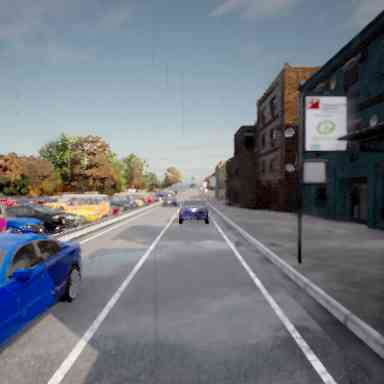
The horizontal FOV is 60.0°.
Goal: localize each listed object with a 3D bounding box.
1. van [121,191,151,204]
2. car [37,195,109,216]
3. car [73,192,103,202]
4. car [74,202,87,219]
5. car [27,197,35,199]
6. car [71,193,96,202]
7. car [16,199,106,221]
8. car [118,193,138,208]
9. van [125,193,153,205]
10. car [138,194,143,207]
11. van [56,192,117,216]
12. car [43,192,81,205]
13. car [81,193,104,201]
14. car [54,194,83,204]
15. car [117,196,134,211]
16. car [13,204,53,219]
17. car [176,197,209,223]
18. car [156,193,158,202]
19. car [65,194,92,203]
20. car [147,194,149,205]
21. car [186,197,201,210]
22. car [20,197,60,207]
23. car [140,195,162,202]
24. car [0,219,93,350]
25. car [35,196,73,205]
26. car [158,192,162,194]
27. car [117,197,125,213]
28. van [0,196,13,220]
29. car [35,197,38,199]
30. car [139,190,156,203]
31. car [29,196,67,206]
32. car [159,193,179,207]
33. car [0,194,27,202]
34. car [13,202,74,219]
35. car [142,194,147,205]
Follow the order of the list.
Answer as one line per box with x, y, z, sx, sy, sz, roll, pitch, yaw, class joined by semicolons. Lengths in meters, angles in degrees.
-9.133;1.165;51.623;4.442;1.987;1.878;0;0;0;van
-9.394;1.347;26.574;4.553;1.767;2.185;0;0;0;car
-22.222;1.059;71.200;5.566;2.045;2.435;0;0;0;car
-9.467;1.527;21.008;4.674;1.452;2.002;0;0;0;car
-22.414;1.431;40.567;4.892;1.521;2.231;0;0;0;car
-22.245;1.196;68.290;4.553;1.767;2.185;0;0;0;car
-9.260;1.477;23.790;5.366;1.575;1.946;0;0;0;car
-9.297;1.306;40.490;4.553;1.767;2.185;0;0;0;car
-9.096;1.143;57.064;4.442;1.987;1.878;0;0;0;van
-9.315;1.423;43.275;4.892;1.521;2.231;0;0;0;car
-9.289;1.240;29.293;4.442;1.987;1.878;0;0;0;van
-22.320;1.115;57.151;5.566;2.045;2.435;0;0;0;car
-22.143;1.174;73.985;4.553;1.767;2.185;0;0;0;car
-22.240;1.229;60.060;4.553;1.767;2.185;0;0;0;car
-9.350;1.481;37.708;4.674;1.452;2.002;0;0;0;car
-9.509;1.497;15.441;5.008;1.535;2.097;0;0;0;car
0.133;1.312;25.002;2.097;1.767;4.553;0;0;0;car
-9.185;1.358;59.973;4.892;1.521;2.231;0;0;0;car
-22.264;1.208;65.505;4.553;1.767;2.185;0;0;0;car
-9.263;1.402;48.841;4.892;1.521;2.231;0;0;0;car
0.189;1.407;43.197;1.837;1.490;4.892;0;0;0;car
-22.319;1.429;48.921;4.792;1.488;2.163;0;0;0;car
-9.110;1.342;73.748;4.674;1.452;2.002;-1;0;1;car
-3.347;1.471;5.374;1.882;1.535;5.008;0;0;0;car
-22.497;1.375;54.368;5.366;1.575;1.946;0;0;0;car
-9.162;1.353;68.323;4.792;1.488;2.163;0;0;0;car
-9.357;1.487;32.141;4.792;1.488;2.163;0;0;0;car
-9.640;1.277;12.658;4.442;1.987;1.878;0;0;0;van
-22.420;1.294;43.352;4.553;1.767;2.185;0;0;0;car
-9.202;1.128;54.406;5.566;2.045;2.435;0;0;0;car
-22.335;1.388;51.707;5.008;1.535;2.097;0;0;0;car
-3.211;1.368;49.674;2.128;1.511;4.902;0;0;1;car
-22.399;1.187;37.782;5.566;2.045;2.435;0;0;0;car
-9.479;1.492;18.224;5.008;1.535;2.097;0;0;0;car
-9.475;1.408;46.059;5.366;1.575;1.946;0;0;0;car
